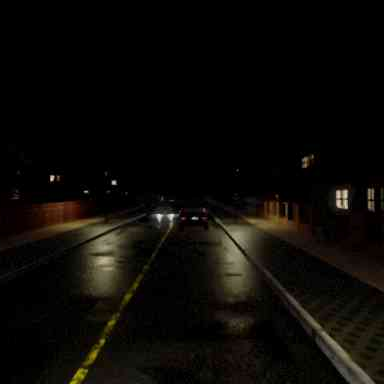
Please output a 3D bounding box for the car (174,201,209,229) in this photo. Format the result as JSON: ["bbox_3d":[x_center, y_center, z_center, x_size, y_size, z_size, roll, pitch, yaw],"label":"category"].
[{"bbox_3d":[0.111,1.564,21.517,2.033,1.411,5.357,0,0,0],"label":"car"}]

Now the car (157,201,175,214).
[{"bbox_3d":[-2.731,1.661,37.038,2.033,1.411,5.357,0,0,0],"label":"car"}]
